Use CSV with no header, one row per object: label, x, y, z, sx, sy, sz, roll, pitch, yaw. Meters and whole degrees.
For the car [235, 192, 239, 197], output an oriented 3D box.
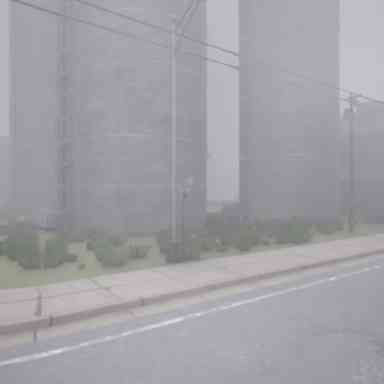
car,11.004,1.109,70.323,3.866,1.878,1.905,2,-5,11
